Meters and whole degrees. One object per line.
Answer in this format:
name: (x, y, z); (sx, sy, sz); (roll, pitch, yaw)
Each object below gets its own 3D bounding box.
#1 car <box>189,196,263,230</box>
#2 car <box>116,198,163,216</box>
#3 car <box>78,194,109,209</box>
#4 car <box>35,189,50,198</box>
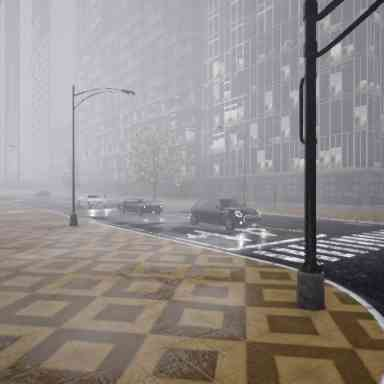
car: (1.872, 1.104, 19.190); (2.097, 1.767, 4.553); (0, 1, -38)
car: (-4.287, 1.171, 26.993); (1.895, 1.301, 4.718); (0, 1, -38)
car: (-10.533, 0.910, 34.941); (1.812, 1.442, 4.674); (0, 1, -38)
car: (-28.630, 0.236, 63.570); (1.882, 1.535, 5.008); (0, 1, -38)
